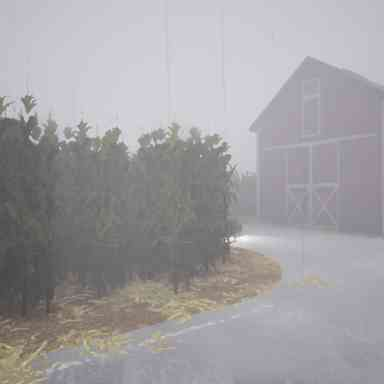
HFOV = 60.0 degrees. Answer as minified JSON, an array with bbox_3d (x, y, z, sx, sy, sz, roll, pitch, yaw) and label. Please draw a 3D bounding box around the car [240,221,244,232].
[{"bbox_3d":[0.862,1.560,18.258,1.994,1.385,4.181,0,0,-35],"label":"car"}]
